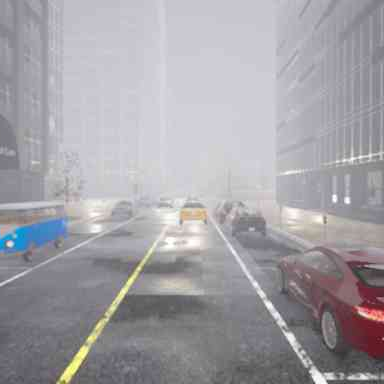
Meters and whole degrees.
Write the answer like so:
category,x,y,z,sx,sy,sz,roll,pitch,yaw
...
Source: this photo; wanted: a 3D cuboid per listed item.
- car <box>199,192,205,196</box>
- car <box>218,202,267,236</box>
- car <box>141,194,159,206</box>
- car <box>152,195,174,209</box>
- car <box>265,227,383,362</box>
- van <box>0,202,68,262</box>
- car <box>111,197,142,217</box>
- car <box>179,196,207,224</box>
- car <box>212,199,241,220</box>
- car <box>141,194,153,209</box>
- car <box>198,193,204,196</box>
category,x,y,z,sx,sy,sz,roll,pitch,yaw
car,2.715,0.728,94.602,1.947,1.339,4.313,0,1,0
car,2.683,1.420,17.114,2.008,1.369,4.403,0,0,0
car,-5.707,1.073,45.576,1.967,1.590,4.097,0,1,0
car,-3.090,1.238,39.263,2.033,1.411,5.357,0,0,0
car,2.688,1.537,5.730,1.802,1.307,4.206,0,0,0
van,-5.695,1.253,11.419,1.690,1.788,3.998,0,0,0
car,-5.702,1.363,28.497,1.802,1.307,4.206,0,0,0
car,0.091,1.280,22.932,1.801,1.575,5.366,0,0,0
car,2.682,1.266,22.805,1.967,1.590,4.097,0,0,0
car,-5.706,1.267,39.885,1.802,1.307,4.206,0,1,0
car,0.082,1.221,41.113,2.033,1.411,5.357,0,1,0
